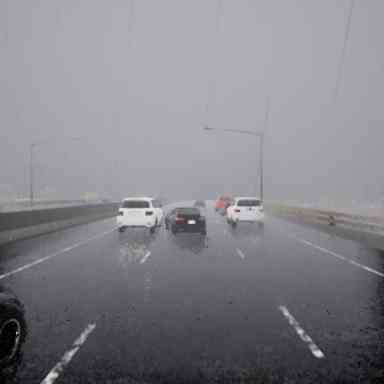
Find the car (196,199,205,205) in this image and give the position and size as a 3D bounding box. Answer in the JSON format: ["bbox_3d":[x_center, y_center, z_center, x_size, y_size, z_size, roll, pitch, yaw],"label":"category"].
[{"bbox_3d":[2.029,2.267,75.763,1.994,1.385,4.181,0,-1,3],"label":"car"}]

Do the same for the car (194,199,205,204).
[{"bbox_3d":[1.357,2.108,59.664,1.994,1.385,4.181,0,-1,3],"label":"car"}]

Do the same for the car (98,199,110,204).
[{"bbox_3d":[-16.129,2.094,62.185,1.812,1.442,4.674,0,-1,3],"label":"car"}]

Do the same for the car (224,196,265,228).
[{"bbox_3d":[3.782,1.412,24.083,2.150,2.045,5.566,0,0,1],"label":"car"}]

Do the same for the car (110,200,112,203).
[{"bbox_3d":[-12.740,2.146,59.877,1.895,1.301,4.718,0,-1,3],"label":"car"}]

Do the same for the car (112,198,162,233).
[{"bbox_3d":[-3.165,1.385,21.129,2.150,2.045,5.566,0,0,1],"label":"car"}]

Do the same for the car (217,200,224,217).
[{"bbox_3d":[4.022,1.853,34.970,1.994,1.385,4.181,0,-1,1],"label":"car"}]

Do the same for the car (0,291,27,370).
[{"bbox_3d":[-3.375,1.587,3.100,1.994,1.385,4.181,0,0,0],"label":"car"}]

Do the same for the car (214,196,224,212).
[{"bbox_3d":[4.332,1.622,45.921,2.150,2.045,5.566,0,-1,2],"label":"car"}]

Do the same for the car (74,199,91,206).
[{"bbox_3d":[-19.725,2.073,60.187,1.812,1.442,4.674,0,-1,3],"label":"car"}]

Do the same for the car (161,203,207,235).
[{"bbox_3d":[-0.403,1.657,19.857,2.163,1.488,4.792,0,0,-10],"label":"car"}]
